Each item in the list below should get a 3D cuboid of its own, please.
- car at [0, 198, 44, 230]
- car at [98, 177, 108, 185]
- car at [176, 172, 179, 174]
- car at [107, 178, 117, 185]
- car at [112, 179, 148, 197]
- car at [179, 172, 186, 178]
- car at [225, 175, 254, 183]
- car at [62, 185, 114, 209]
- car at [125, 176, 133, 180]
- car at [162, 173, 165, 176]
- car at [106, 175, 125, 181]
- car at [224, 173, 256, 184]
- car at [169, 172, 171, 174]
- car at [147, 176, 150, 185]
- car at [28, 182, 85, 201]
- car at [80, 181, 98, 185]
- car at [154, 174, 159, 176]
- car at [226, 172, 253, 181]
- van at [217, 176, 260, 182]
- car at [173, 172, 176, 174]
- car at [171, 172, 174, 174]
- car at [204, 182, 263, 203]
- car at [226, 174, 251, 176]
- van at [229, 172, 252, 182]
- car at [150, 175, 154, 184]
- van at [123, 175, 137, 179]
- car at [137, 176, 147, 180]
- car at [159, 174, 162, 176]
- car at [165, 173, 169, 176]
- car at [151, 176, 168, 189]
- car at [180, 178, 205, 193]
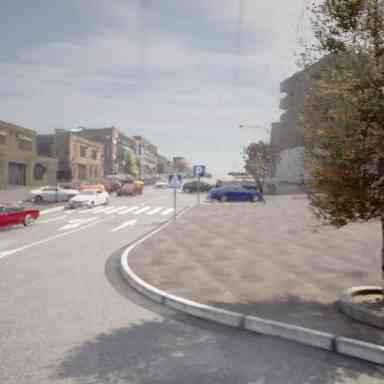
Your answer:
[{"bbox_3d":[-9.759,1.258,16.489,1.895,1.301,4.718,0,3,8],"label":"car"},{"bbox_3d":[-12.184,-0.458,37.340,4.553,1.767,2.185,-2,5,-13],"label":"car"},{"bbox_3d":[-6.412,-3.629,80.920,5.008,1.535,2.097,-2,4,-12],"label":"car"},{"bbox_3d":[-11.867,-0.525,40.257,4.792,1.488,2.163,-2,5,-13],"label":"car"},{"bbox_3d":[-6.864,-0.297,37.279,1.812,1.442,4.674,1,4,10],"label":"car"},{"bbox_3d":[-5.231,-4.453,89.591,5.566,2.045,2.435,-2,4,-12],"label":"car"},{"bbox_3d":[9.391,-2.626,66.414,5.366,1.575,1.946,0,5,-12],"label":"car"},{"bbox_3d":[-8.332,0.474,27.222,1.812,1.442,4.674,0,4,8],"label":"car"},{"bbox_3d":[-11.098,-1.002,46.101,5.008,1.535,2.097,-2,4,-13],"label":"car"},{"bbox_3d":[-8.398,-2.555,66.419,4.892,1.521,2.231,-2,5,-12],"label":"car"},{"bbox_3d":[-11.437,-0.904,43.175,4.553,1.767,2.185,-2,5,-13],"label":"car"},{"bbox_3d":[9.196,-2.648,63.484,5.566,2.045,2.435,0,4,-12],"label":"car"},{"bbox_3d":[-7.590,-3.124,72.216,4.553,1.767,2.185,-2,4,-12],"label":"car"},{"bbox_3d":[-9.962,-1.668,54.818,5.008,1.535,2.097,-2,4,-12],"label":"car"},{"bbox_3d":[-12.953,0.154,31.512,4.674,1.452,2.002,-2,4,-13],"label":"car"},{"bbox_3d":[-12.555,-0.081,34.439,4.792,1.488,2.163,-2,4,-13],"label":"car"},{"bbox_3d":[-9.192,-2.113,60.623,5.008,1.535,2.097,-2,4,-12],"label":"car"},{"bbox_3d":[10.817,-3.541,75.321,5.566,2.045,2.435,0,4,-12],"label":"car"},{"bbox_3d":[4.683,-0.343,33.888,4.442,1.987,1.878,0,4,-11],"label":"van"},{"bbox_3d":[-6.792,-3.549,78.012,4.553,1.767,2.185,-2,4,-12],"label":"car"},{"bbox_3d":[-7.224,-3.174,75.131,4.674,1.452,2.002,-2,4,-12],"label":"car"},{"bbox_3d":[4.083,0.110,30.931,5.008,1.535,2.097,0,4,-11],"label":"car"},{"bbox_3d":[5.020,-0.594,36.803,5.566,2.045,2.435,0,5,-11],"label":"car"},{"bbox_3d":[10.091,-3.077,69.425,4.442,1.987,1.878,0,4,-12],"label":"van"},{"bbox_3d":[-9.541,-1.862,57.727,4.792,1.488,2.163,-2,4,-12],"label":"car"},{"bbox_3d":[-10.832,-1.445,48.967,4.442,1.987,1.878,-2,5,-12],"label":"van"},{"bbox_3d":[-10.153,-1.456,51.954,5.366,1.575,1.946,-2,4,-12],"label":"car"},{"bbox_3d":[-8.791,-2.334,63.522,4.892,1.521,2.231,-2,5,-12],"label":"car"},{"bbox_3d":[-8.007,-2.779,69.322,5.008,1.535,2.097,-2,5,-12],"label":"car"},{"bbox_3d":[-4.271,-1.252,49.681,1.812,1.442,4.674,0,5,9],"label":"car"},{"bbox_3d":[0.929,-0.599,40.415,4.892,1.490,1.837,1,5,19],"label":"car"}]
